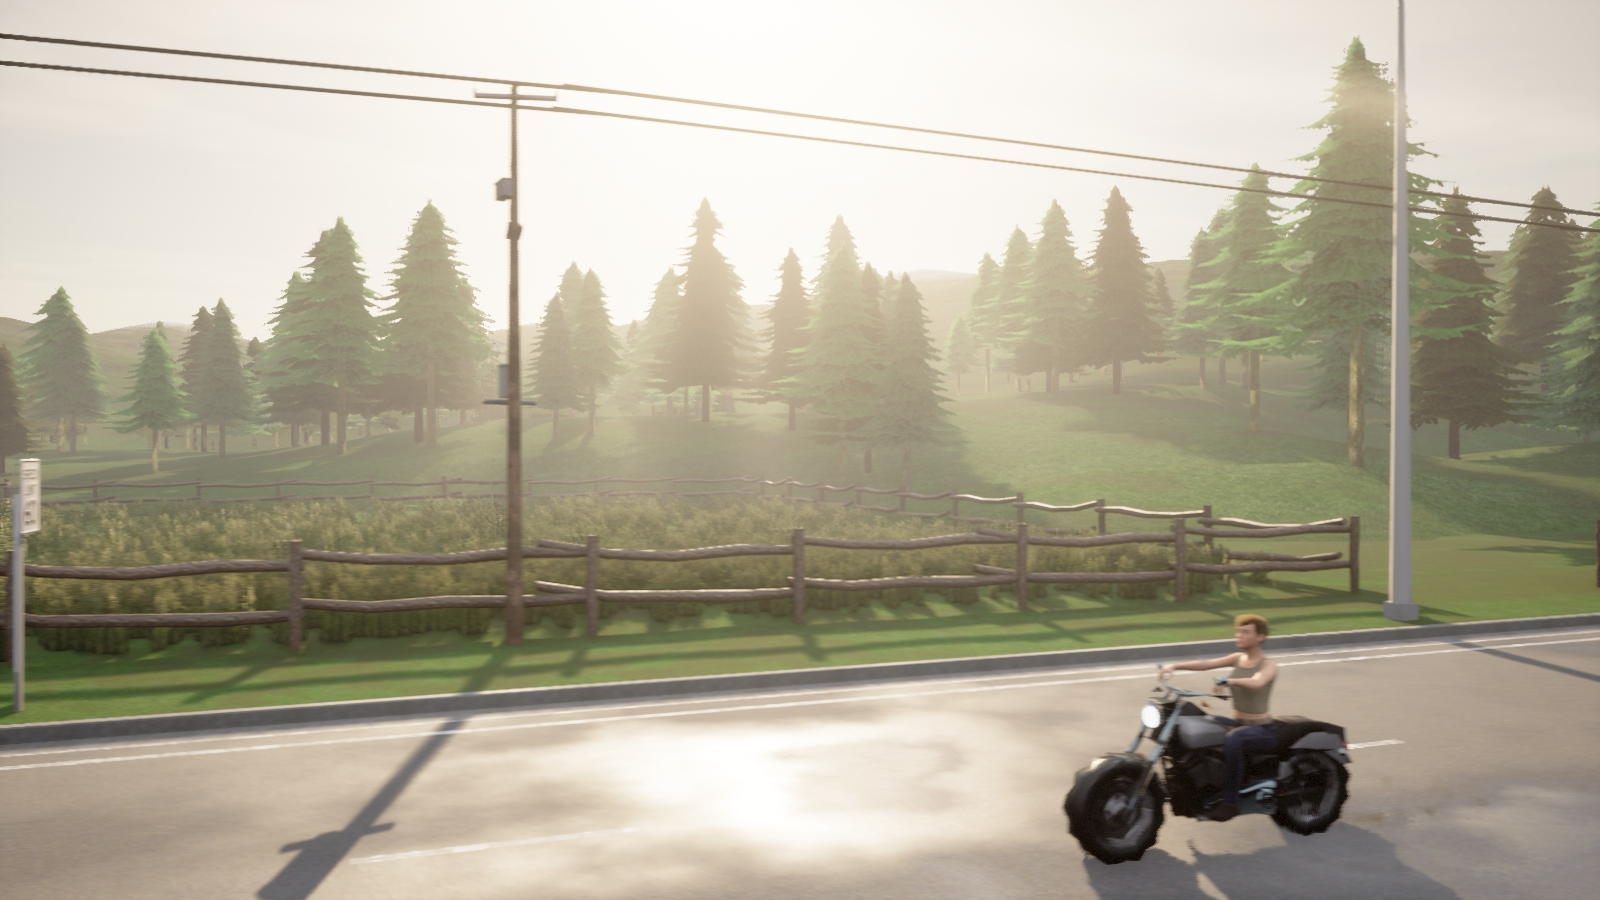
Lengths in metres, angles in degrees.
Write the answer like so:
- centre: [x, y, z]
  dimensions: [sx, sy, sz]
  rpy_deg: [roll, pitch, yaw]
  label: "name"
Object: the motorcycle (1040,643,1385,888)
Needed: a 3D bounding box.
- centre: [2.930, 2.152, 8.094]
  dimensions: [2.356, 1.307, 0.764]
  rpy_deg: [0, 0, -20]
  label: "motorcycle"
